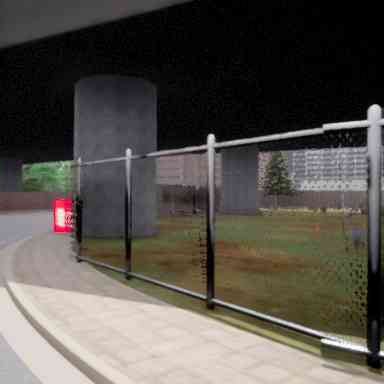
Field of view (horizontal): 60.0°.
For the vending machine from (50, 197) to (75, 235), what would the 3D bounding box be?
[{"bbox_3d":[-7.253,1.327,18.655,1.100,2.100,0.880,1,-1,-8],"label":"vending machine"}]
